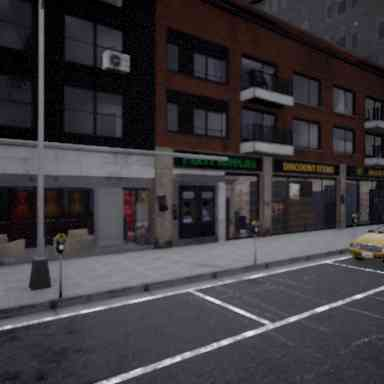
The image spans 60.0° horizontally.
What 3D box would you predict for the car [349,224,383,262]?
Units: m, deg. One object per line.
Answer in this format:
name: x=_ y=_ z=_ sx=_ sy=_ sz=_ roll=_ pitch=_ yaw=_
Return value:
car: x=7.201 y=1.557 z=11.327 sx=4.829 sy=1.417 sz=1.752 roll=0 pitch=0 yaw=-36
